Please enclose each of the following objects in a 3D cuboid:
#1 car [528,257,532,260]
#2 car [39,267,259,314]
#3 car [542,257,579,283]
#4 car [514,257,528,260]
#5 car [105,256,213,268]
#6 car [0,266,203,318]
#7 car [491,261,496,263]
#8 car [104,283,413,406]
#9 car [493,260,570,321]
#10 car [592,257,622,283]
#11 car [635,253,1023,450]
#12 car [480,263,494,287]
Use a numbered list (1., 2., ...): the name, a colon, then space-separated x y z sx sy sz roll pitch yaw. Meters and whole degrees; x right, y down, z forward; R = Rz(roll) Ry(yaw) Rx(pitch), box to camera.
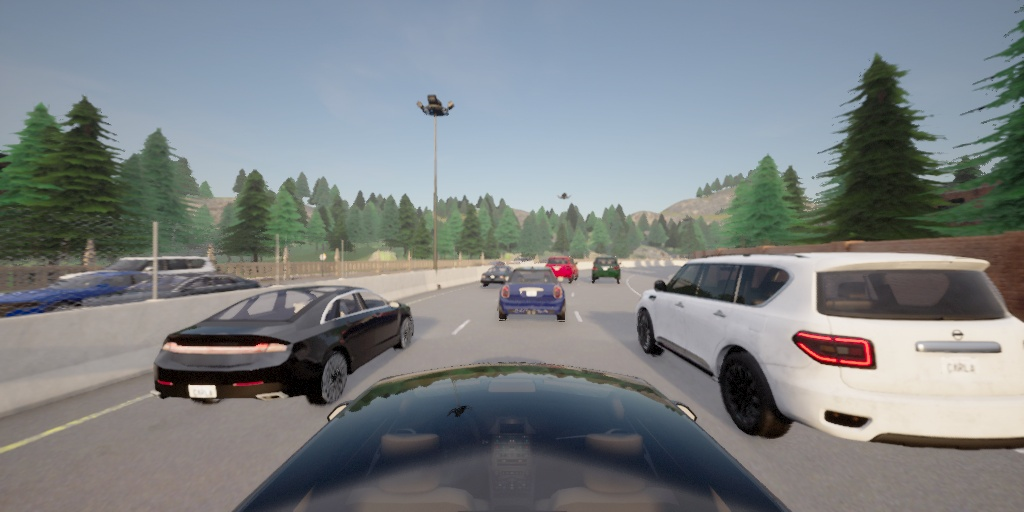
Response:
1. car: 4.947 1.322 56.862 2.097 1.767 4.553 0 0 32
2. car: -10.147 1.272 11.055 2.128 1.511 4.902 0 0 5
3. car: 4.141 1.083 29.471 2.150 2.045 5.566 0 0 17
4. car: 1.509 1.192 58.034 2.150 2.045 5.566 0 0 32
5. car: -16.657 1.020 16.411 2.150 2.045 5.566 0 0 7
6. car: -13.597 1.260 11.925 1.882 1.535 5.008 0 0 5
7. car: -2.724 1.494 57.653 1.812 1.442 4.674 0 0 30
8. car: -3.238 1.258 6.301 2.128 1.511 4.902 0 0 3
9. car: 0.784 1.146 12.843 2.097 1.767 4.553 0 0 5
10. car: 7.818 1.086 29.542 2.150 2.045 5.566 0 0 17
11. car: 3.712 0.989 5.572 2.150 2.045 5.566 0 0 2
12. car: -0.642 1.390 25.214 2.033 1.411 5.357 0 0 14
